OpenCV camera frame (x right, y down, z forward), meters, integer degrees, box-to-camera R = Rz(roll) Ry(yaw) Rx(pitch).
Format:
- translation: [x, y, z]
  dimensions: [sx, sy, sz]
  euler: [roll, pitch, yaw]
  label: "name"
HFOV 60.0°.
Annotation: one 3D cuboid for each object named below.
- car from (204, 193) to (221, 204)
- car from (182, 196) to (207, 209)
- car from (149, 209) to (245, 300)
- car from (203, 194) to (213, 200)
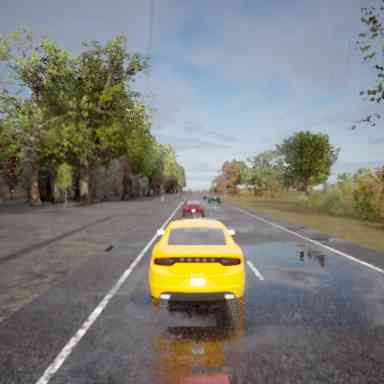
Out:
- translation: [3.622, 0.974, 54.939]
  dimensions: [2.097, 1.767, 4.553]
  euler: [0, 0, 0]
  label: "car"
- translation: [0.113, 1.325, 28.866]
  dimensions: [1.812, 1.442, 4.674]
  euler: [0, 0, 0]
  label: "car"
- translation: [0.102, 1.419, 8.341]
  dimensions: [1.882, 1.535, 5.008]
  euler: [0, 0, 0]
  label: "car"
- translation: [3.533, 1.050, 73.304]
  dimensions: [1.994, 1.385, 4.181]
  euler: [0, 0, 0]
  label: "car"
